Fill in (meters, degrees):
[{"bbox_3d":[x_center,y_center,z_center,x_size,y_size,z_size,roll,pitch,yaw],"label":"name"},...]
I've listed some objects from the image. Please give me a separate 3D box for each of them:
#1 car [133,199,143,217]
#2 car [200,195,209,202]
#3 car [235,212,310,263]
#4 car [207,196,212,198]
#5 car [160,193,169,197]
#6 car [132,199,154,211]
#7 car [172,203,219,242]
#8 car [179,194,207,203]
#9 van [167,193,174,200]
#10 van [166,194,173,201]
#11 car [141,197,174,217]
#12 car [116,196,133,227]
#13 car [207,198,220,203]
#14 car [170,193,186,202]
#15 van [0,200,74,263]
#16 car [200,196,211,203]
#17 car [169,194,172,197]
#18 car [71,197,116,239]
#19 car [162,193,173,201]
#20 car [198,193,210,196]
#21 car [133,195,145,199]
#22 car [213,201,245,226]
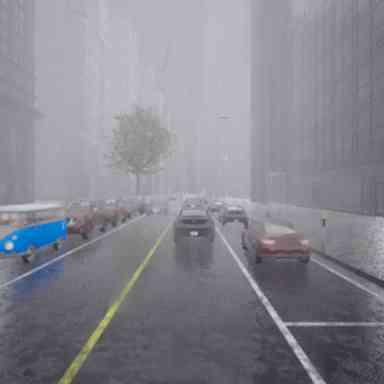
[{"bbox_3d":[-5.762,1.540,28.574,1.947,1.339,4.313,0,0,0],"label":"car"},{"bbox_3d":[2.764,1.392,74.001,1.967,1.590,4.097,0,0,0],"label":"car"},{"bbox_3d":[2.762,1.571,11.548,1.802,1.307,4.206,0,0,0],"label":"car"},{"bbox_3d":[2.763,1.492,40.106,1.752,1.417,4.829,0,0,0],"label":"car"},{"bbox_3d":[-5.761,1.481,62.468,1.752,1.417,4.829,0,0,0],"label":"car"},{"bbox_3d":[-5.762,1.517,39.928,2.008,1.369,4.403,0,0,0],"label":"car"},{"bbox_3d":[0.097,1.490,16.365,1.837,1.490,4.892,0,0,0],"label":"car"},{"bbox_3d":[0.098,1.324,32.044,2.097,1.767,4.553,0,0,0],"label":"car"},{"bbox_3d":[-5.761,1.290,91.025,1.690,1.788,3.998,0,0,0],"label":"van"},{"bbox_3d":[-5.761,1.290,85.348,1.690,1.788,3.998,0,0,0],"label":"van"},{"bbox_3d":[-3.097,1.464,30.923,2.128,1.511,4.902,0,0,0],"label":"car"},{"bbox_3d":[-5.762,1.294,22.896,2.192,1.841,5.009,0,0,0],"label":"car"},{"bbox_3d":[2.763,1.552,34.258,1.802,1.307,4.206,0,0,0],"label":"car"},{"bbox_3d":[-2.997,1.442,71.352,2.128,1.511,4.902,0,0,0],"label":"car"},{"bbox_3d":[-5.763,1.330,11.541,1.690,1.788,3.998,0,0,0],"label":"van"},{"bbox_3d":[2.764,1.505,68.323,2.008,1.369,4.403,0,0,0],"label":"car"},{"bbox_3d":[-5.761,1.535,68.316,1.802,1.307,4.206,0,0,0],"label":"car"},{"bbox_3d":[-5.763,1.299,17.219,2.192,1.841,5.009,0,0,0],"label":"car"},{"bbox_3d":[-5.761,1.265,79.670,2.192,1.841,5.009,0,0,0],"label":"car"},{"bbox_3d":[2.389,1.312,52.317,2.097,1.767,4.553,0,0,0],"label":"car"},{"bbox_3d":[-5.762,1.285,34.251,2.192,1.841,5.009,0,0,0],"label":"car"},{"bbox_3d":[2.763,1.530,22.903,2.008,1.369,4.403,0,0,0],"label":"car"}]
